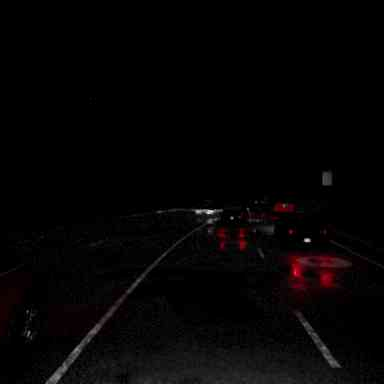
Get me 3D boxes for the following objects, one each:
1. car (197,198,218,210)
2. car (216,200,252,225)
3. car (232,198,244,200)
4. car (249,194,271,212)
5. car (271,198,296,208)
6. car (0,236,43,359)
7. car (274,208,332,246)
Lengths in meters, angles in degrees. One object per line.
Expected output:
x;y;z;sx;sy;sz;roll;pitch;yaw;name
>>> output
2.235;1.605;45.214;1.812;1.442;4.674;0;0;23;car
3.203;1.581;24.631;1.812;1.442;4.674;0;0;13;car
6.220;1.576;45.686;1.882;1.535;5.008;0;0;23;car
8.563;1.324;41.716;2.150;2.045;5.566;0;0;22;car
9.998;1.453;35.522;2.097;1.767;4.553;0;0;19;car
-3.386;1.351;3.149;2.097;1.767;4.553;0;0;3;car
4.951;1.645;15.510;1.895;1.301;4.718;0;0;9;car
